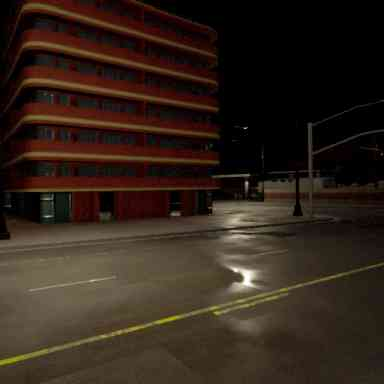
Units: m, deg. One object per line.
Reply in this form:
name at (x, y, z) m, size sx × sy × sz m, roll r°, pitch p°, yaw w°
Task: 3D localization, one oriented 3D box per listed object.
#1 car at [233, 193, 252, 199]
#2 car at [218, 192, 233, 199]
car at (12.907, 1.057, 81.965) m, size 3.806 × 1.475 × 1.970 m, roll -1°, pitch 1°, yaw -35°
car at (8.936, 0.925, 86.187) m, size 4.611 × 1.667 × 2.242 m, roll -1°, pitch 1°, yaw -35°
